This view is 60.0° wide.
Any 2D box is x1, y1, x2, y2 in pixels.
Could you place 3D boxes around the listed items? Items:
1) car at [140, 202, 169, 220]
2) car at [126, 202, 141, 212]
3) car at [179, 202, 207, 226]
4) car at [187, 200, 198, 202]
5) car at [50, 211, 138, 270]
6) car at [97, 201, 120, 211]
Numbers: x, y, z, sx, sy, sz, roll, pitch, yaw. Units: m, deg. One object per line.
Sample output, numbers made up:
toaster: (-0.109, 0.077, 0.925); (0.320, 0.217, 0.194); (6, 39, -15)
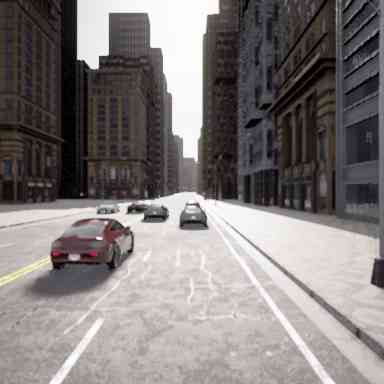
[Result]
car: (-3.150, 1.743, 30.019); (1.994, 1.385, 4.181); (0, 0, 0)
car: (-6.500, 1.845, 39.504); (1.895, 1.301, 4.718); (0, 0, 0)
car: (0.100, 1.708, 24.549); (1.994, 1.385, 4.181); (0, 0, 0)
car: (0.100, 1.750, 42.384); (2.128, 1.511, 4.902); (0, 0, 0)
car: (-3.150, 1.590, 11.209); (1.812, 1.442, 4.674); (0, 0, 0)
car: (-9.753, 1.767, 39.227); (1.812, 1.442, 4.674); (0, -1, 0)
